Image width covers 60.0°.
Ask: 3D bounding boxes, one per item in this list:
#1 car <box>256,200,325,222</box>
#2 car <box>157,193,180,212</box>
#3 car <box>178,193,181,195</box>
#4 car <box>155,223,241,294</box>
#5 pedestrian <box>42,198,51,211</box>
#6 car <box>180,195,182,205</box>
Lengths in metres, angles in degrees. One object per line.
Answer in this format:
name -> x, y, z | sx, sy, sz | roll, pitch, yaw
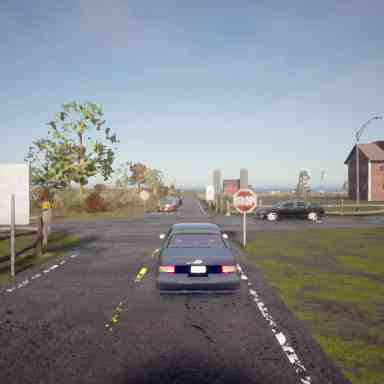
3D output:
car -> 7.210, 1.369, 24.586 | 4.892, 1.490, 1.837 | 0, 0, 0
car -> -2.881, 1.349, 38.797 | 2.097, 1.767, 4.553 | 0, 0, 0
car -> -2.880, 1.217, 59.147 | 2.150, 2.045, 5.566 | 0, 0, 0
car -> 0.067, 1.546, 8.955 | 2.033, 1.411, 5.357 | 0, 0, -1
pedestrian -> -12.183, 1.412, 27.744 | 0.375, 1.860, 0.375 | 0, 1, 0
car -> -2.882, 1.522, 48.847 | 1.812, 1.442, 4.674 | 0, 0, 1
